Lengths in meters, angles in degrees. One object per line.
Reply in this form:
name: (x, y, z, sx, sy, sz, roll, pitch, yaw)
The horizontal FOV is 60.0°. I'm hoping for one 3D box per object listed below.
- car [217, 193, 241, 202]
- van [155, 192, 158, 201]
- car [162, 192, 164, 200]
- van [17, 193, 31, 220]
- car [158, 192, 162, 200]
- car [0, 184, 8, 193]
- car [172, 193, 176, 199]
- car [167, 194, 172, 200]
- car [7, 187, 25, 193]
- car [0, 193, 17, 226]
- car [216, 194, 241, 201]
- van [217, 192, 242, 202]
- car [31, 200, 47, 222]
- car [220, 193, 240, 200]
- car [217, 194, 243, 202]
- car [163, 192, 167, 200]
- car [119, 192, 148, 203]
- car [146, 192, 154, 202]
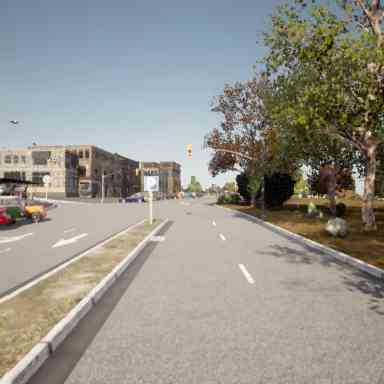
car: (7.651, 1.141, 68.807, 4.553, 1.767, 2.185, 1, 0, -14)
van: (-10.257, 1.091, 72.223, 4.442, 1.987, 1.878, -1, 0, -14)
car: (-9.658, 1.358, 78.189, 4.674, 1.452, 2.002, -1, 0, -13)
van: (-13.608, 1.294, 22.454, 4.442, 1.987, 1.878, -1, 0, -19)
car: (-10.030, 1.320, 75.194, 4.892, 1.521, 2.231, -1, 0, -14)
car: (-31.172, -0.429, 54.162, 2.435, 2.045, 5.566, 6, -3, -19)
car: (-8.024, 1.064, 90.180, 5.566, 2.045, 2.435, -1, 0, -12)
car: (-8.473, 1.356, 87.173, 4.674, 1.452, 2.002, -1, 0, -12)
car: (-28.177, 0.134, 54.103, 2.002, 1.452, 4.674, 6, -3, -19)
car: (-13.723, 1.264, 19.417, 5.566, 2.045, 2.435, -1, 0, -20)
car: (8.167, 1.257, 74.652, 5.366, 1.575, 1.946, 1, 0, -13)
van: (7.268, 1.042, 65.837, 4.442, 1.987, 1.878, 1, 0, -14)
car: (-13.633, 1.401, 25.431, 4.553, 1.767, 2.185, -1, 0, -19)
car: (9.438, 1.129, 83.507, 4.553, 1.767, 2.185, 1, 0, -12)
car: (8.186, 1.263, 71.801, 5.366, 1.575, 1.946, 1, 0, -13)
car: (-9.287, 1.358, 81.191, 4.674, 1.452, 2.002, -1, 0, -13)
car: (-11.459, 1.356, 63.238, 4.792, 1.488, 2.163, -1, 0, -15)
car: (-10.815, 1.313, 66.231, 5.366, 1.575, 1.946, -1, 0, -15)
